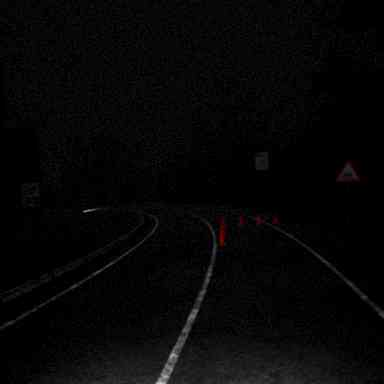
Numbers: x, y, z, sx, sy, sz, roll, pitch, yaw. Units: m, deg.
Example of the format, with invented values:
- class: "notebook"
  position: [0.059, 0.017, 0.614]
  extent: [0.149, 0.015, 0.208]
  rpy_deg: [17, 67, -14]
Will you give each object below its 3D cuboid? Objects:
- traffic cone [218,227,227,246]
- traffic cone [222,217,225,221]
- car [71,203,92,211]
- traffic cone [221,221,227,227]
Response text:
- class: "traffic cone"
  position: [1.171, 1.785, 13.085]
  extent: [0.340, 0.580, 0.340]
  rpy_deg: [-3, 1, 6]
- class: "traffic cone"
  position: [1.584, 1.705, 17.061]
  extent: [0.340, 0.580, 0.340]
  rpy_deg: [-3, 1, 6]
- class: "car"
  position: [-21.027, 2.832, 62.991]
  extent: [5.357, 1.411, 2.033]
  rpy_deg: [-6, 3, 43]
- class: "traffic cone"
  position: [1.378, 1.745, 15.072]
  extent: [0.340, 0.580, 0.340]
  rpy_deg: [-3, 1, 6]
